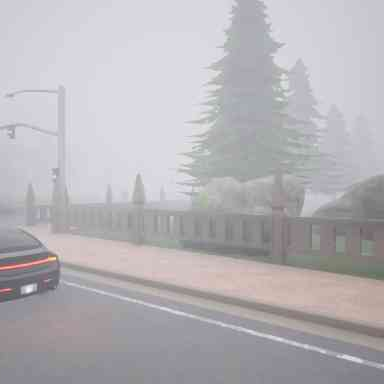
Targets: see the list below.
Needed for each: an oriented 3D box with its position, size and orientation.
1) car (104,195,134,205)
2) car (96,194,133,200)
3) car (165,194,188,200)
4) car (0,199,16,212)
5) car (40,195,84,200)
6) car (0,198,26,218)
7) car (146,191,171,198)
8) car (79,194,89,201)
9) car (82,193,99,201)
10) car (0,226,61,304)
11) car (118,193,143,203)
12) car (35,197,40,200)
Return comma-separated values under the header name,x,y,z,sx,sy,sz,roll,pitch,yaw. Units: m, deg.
name,x,y,z,sx,sy,sz,roll,pitch,yaw
car,-12.634,1.383,57.707,2.128,1.511,4.902,0,2,36
car,-12.138,1.479,52.384,1.837,1.490,4.892,0,1,36
car,-1.947,1.325,54.301,2.033,1.411,5.357,0,2,35
car,-22.604,1.564,37.772,1.994,1.385,4.181,0,0,36
car,-17.500,1.526,44.882,1.812,1.442,4.674,0,0,36
car,-16.576,1.492,27.826,2.128,1.511,4.902,0,0,36
car,-5.973,0.845,60.983,2.150,2.045,5.566,0,3,36
car,-18.492,1.491,49.508,2.128,1.511,4.902,0,0,36
car,-17.985,1.197,56.227,2.150,2.045,5.566,0,1,36
car,-4.919,1.505,7.445,4.892,1.490,1.837,0,0,36
car,-11.915,1.151,64.705,1.837,1.490,4.892,0,3,36
car,-23.686,1.505,48.268,1.837,1.490,4.892,0,0,36
